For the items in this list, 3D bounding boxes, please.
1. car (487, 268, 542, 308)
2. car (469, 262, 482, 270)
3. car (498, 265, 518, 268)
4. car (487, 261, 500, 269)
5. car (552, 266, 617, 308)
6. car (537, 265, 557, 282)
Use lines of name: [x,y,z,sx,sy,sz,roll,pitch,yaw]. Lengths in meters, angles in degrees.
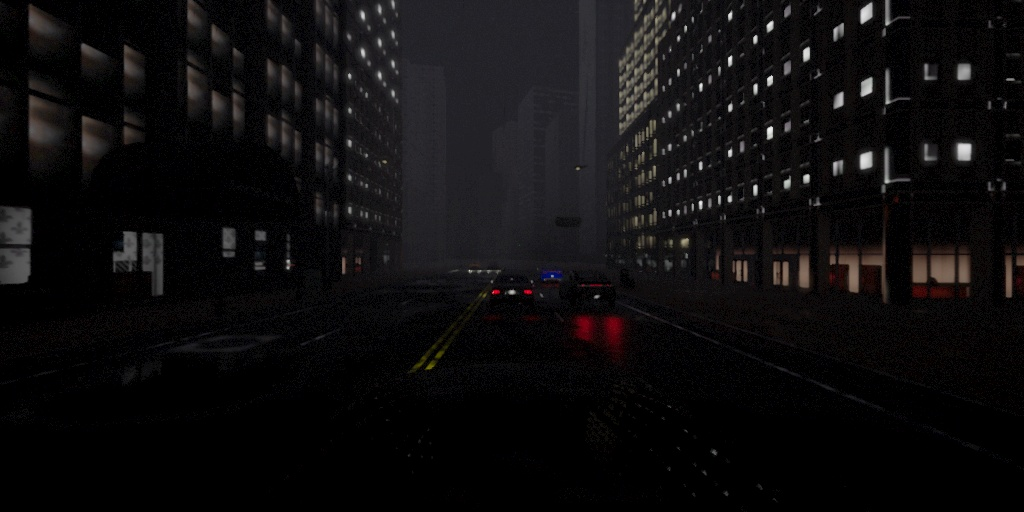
car: [-0.002,1.423,15.829,2.033,1.411,5.357,0,0,0]
car: [-6.555,1.743,64.300,1.882,1.535,5.008,0,0,1]
car: [-0.005,1.607,30.947,1.895,1.301,4.718,0,0,0]
car: [-3.305,1.620,64.428,2.097,1.767,4.553,0,0,1]
car: [3.250,1.371,16.134,2.128,1.511,4.902,0,0,0]
car: [3.249,1.487,31.313,1.882,1.535,5.008,0,0,0]
